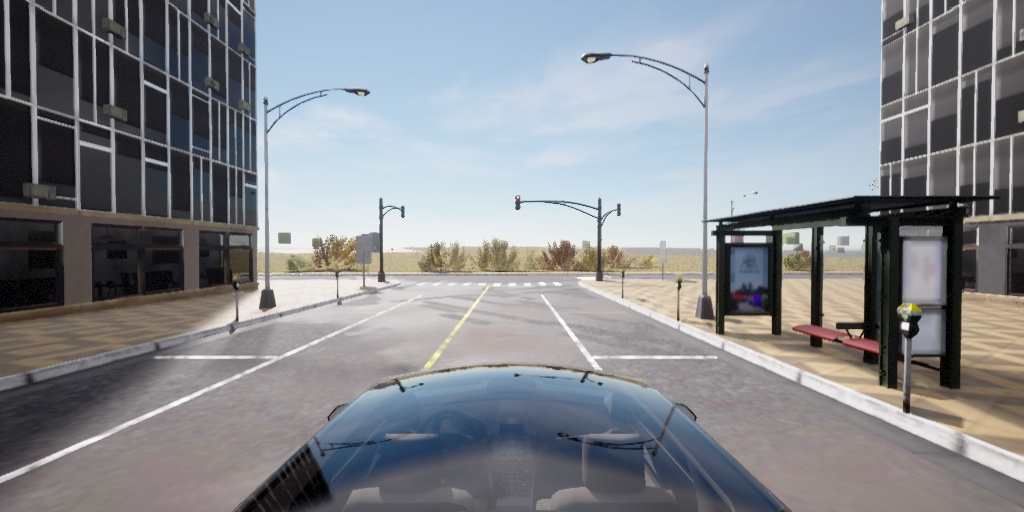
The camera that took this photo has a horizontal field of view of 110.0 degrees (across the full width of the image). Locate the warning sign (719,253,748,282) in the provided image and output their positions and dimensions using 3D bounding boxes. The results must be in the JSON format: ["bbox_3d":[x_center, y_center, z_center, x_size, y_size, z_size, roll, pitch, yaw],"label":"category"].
[{"bbox_3d":[17.007,0.868,27.592,1.060,1.860,1.300,0,0,-1],"label":"warning sign"}]
